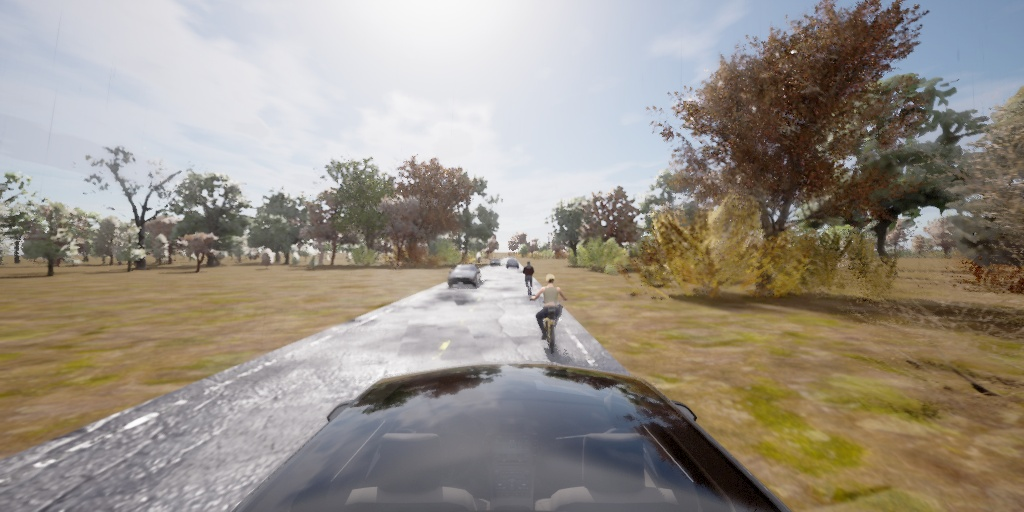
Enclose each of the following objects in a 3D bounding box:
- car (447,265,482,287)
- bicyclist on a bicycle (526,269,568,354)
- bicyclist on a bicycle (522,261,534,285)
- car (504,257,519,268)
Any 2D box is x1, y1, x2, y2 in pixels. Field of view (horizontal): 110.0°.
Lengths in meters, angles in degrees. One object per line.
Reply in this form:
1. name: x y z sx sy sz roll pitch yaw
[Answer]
1. car: -3.101 1.286 24.382 2.033 1.411 5.357 0 0 0
2. bicyclist on a bicycle: 0.812 1.184 7.754 0.866 1.612 1.509 0 0 0
3. bicyclist on a bicycle: 0.826 1.114 17.987 0.659 1.776 1.843 0 0 0
4. car: 0.101 1.265 57.729 1.994 1.385 4.181 0 0 0
